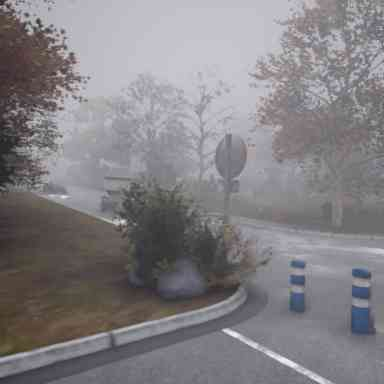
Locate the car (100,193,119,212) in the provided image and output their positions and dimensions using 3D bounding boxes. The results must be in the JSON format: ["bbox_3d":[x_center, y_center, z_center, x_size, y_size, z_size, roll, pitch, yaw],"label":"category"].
[{"bbox_3d":[-4.649,0.739,22.323,1.837,1.490,4.892,3,2,-34],"label":"car"}]

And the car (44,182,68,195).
[{"bbox_3d":[-16.248,-0.499,39.455,2.033,1.411,5.357,3,2,-34],"label":"car"}]
